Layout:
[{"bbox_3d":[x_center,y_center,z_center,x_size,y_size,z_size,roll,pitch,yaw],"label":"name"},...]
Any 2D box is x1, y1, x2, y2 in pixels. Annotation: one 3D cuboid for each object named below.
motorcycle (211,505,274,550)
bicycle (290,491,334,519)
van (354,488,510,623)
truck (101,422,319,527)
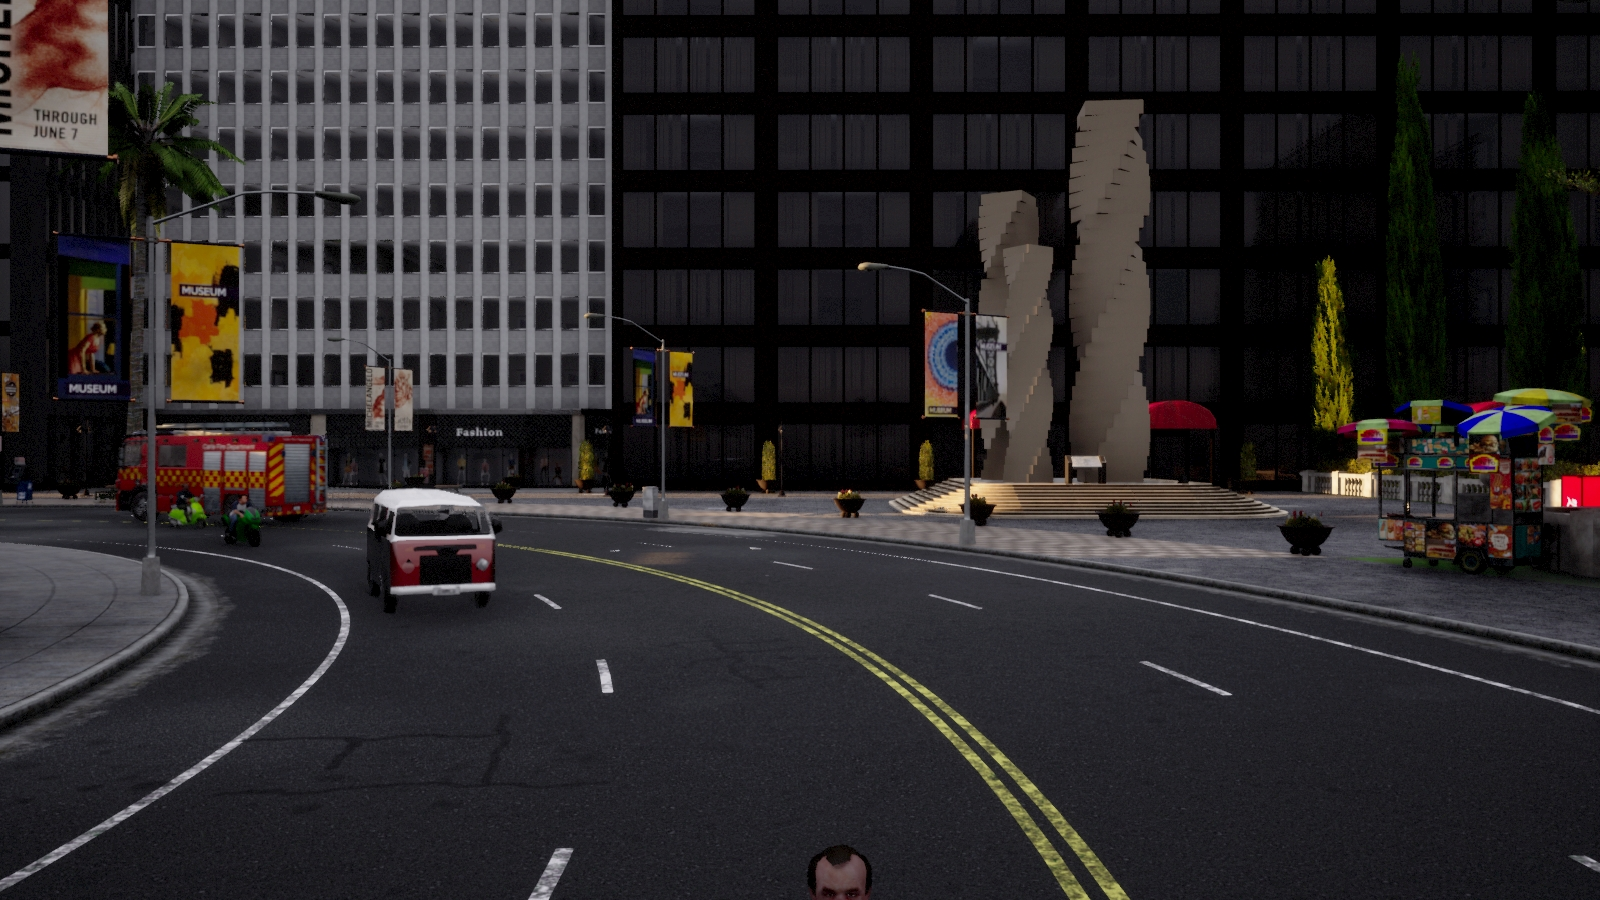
[{"bbox_3d":[-16.062,2.213,32.890,2.033,1.145,0.803,0,0,38],"label":"motorcycle"},{"bbox_3d":[-20.156,2.256,47.220,1.487,1.080,0.859,0,1,22],"label":"bicycle"},{"bbox_3d":[-6.849,1.782,20.935,2.069,2.038,4.480,1,0,-26],"label":"van"},{"bbox_3d":[-23.117,0.890,44.694,8.468,3.827,2.891,0,0,24],"label":"truck"}]
